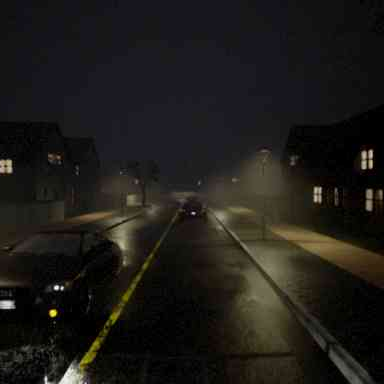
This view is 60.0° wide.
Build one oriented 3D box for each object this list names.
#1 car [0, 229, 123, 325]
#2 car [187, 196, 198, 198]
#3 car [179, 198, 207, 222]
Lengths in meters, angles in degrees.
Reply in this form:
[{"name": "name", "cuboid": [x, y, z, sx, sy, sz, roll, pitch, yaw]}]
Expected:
[{"name": "car", "cuboid": [-2.800, 1.515, 7.032, 1.994, 1.385, 4.181, 0, 0, 1]}, {"name": "car", "cuboid": [0.087, 1.234, 41.301, 1.812, 1.442, 4.674, 0, 1, 0]}, {"name": "car", "cuboid": [0.096, 1.390, 24.600, 1.994, 1.385, 4.181, 0, 0, 0]}]
